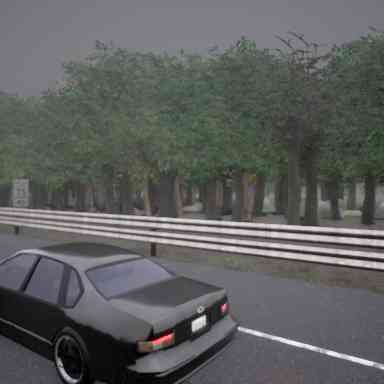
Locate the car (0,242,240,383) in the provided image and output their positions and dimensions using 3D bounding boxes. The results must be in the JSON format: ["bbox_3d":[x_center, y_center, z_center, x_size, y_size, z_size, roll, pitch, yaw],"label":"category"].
[{"bbox_3d":[-1.951,1.546,5.273,5.357,1.411,2.033,0,0,36],"label":"car"}]
